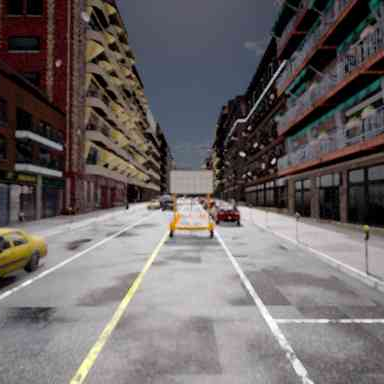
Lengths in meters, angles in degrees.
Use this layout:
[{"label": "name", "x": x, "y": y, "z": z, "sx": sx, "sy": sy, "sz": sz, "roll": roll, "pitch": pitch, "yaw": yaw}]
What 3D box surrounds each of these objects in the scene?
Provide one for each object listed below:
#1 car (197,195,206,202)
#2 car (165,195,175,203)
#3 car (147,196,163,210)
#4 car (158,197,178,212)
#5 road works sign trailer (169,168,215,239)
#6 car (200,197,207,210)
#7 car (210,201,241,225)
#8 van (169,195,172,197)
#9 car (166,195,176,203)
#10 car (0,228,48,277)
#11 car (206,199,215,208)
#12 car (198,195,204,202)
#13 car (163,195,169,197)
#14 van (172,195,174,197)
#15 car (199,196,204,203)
[{"label": "car", "x": 2.540, "y": 1.822, "z": 91.431, "sx": 2.192, "sy": 1.841, "sz": 5.009, "roll": 1, "pitch": 0, "yaw": 0}, {"label": "car", "x": -5.304, "y": 1.740, "z": 80.428, "sx": 2.192, "sy": 1.841, "sz": 5.009, "roll": 1, "pitch": 0, "yaw": 0}, {"label": "car", "x": -5.303, "y": 1.735, "z": 47.075, "sx": 1.752, "sy": 1.417, "sz": 4.829, "roll": 2, "pitch": 0, "yaw": 0}, {"label": "car", "x": -2.848, "y": 1.689, "z": 42.526, "sx": 1.837, "sy": 1.490, "sz": 4.892, "roll": 0, "pitch": 0, "yaw": 0}, {"label": "road works sign trailer", "x": -0.013, "y": 0.529, "z": 17.751, "sx": 2.380, "sy": 3.560, "sz": 2.880, "roll": 0, "pitch": 0, "yaw": 0}, {"label": "car", "x": 2.577, "y": 1.755, "z": 47.183, "sx": 1.887, "sy": 1.381, "sz": 4.507, "roll": 1, "pitch": 0, "yaw": 0}, {"label": "car", "x": 2.580, "y": 1.641, "z": 25.061, "sx": 1.887, "sy": 1.381, "sz": 4.507, "roll": 1, "pitch": 0, "yaw": 0}, {"label": "van", "x": -5.301, "y": 1.650, "z": 63.836, "sx": 1.690, "sy": 1.788, "sz": 3.998, "roll": 2, "pitch": 0, "yaw": 0}, {"label": "car", "x": -5.305, "y": 1.781, "z": 85.958, "sx": 2.192, "sy": 1.841, "sz": 5.009, "roll": 1, "pitch": 0, "yaw": 0}, {"label": "car", "x": -5.295, "y": 1.554, "z": 8.368, "sx": 1.752, "sy": 1.417, "sz": 4.829, "roll": 2, "pitch": 0, "yaw": 0}, {"label": "car", "x": 2.580, "y": 1.648, "z": 30.763, "sx": 1.752, "sy": 1.417, "sz": 4.829, "roll": 1, "pitch": 0, "yaw": 0}, {"label": "car", "x": 2.573, "y": 1.890, "z": 69.306, "sx": 1.887, "sy": 1.381, "sz": 4.507, "roll": 1, "pitch": 0, "yaw": 0}, {"label": "car", "x": -5.298, "y": 1.557, "z": 52.777, "sx": 2.192, "sy": 1.841, "sz": 5.009, "roll": 2, "pitch": 0, "yaw": 0}, {"label": "van", "x": -5.303, "y": 1.687, "z": 69.368, "sx": 1.690, "sy": 1.788, "sz": 3.998, "roll": 1, "pitch": 0, "yaw": 0}, {"label": "car", "x": 2.575, "y": 1.792, "z": 52.714, "sx": 2.008, "sy": 1.369, "sz": 4.403, "roll": 1, "pitch": 0, "yaw": 0}]
